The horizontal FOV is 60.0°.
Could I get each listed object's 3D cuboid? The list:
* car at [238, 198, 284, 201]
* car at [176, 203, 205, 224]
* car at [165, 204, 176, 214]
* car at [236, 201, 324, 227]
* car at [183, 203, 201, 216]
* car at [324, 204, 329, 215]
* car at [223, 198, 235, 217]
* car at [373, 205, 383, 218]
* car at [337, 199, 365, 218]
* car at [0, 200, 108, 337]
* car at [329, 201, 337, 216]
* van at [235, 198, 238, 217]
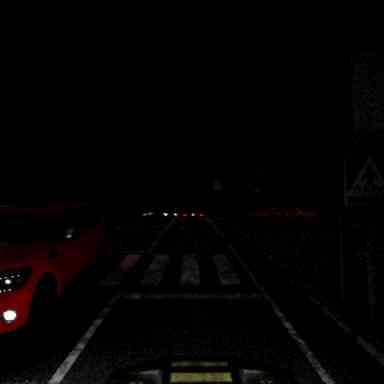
[{"bbox_3d":[6.277,1.551,26.343,4.553,1.767,2.185,0,-1,0],"label":"car"},{"bbox_3d":[0.055,1.751,26.364,2.033,1.411,5.357,0,-1,0],"label":"car"},{"bbox_3d":[-3.420,2.821,55.754,1.882,1.535,5.008,0,-3,0],"label":"car"},{"bbox_3d":[6.085,1.620,23.421,5.366,1.575,1.946,0,-1,0],"label":"car"},{"bbox_3d":[-0.007,2.212,42.891,2.128,1.511,4.902,0,-2,0],"label":"car"},{"bbox_3d":[18.352,1.775,39.511,5.566,2.045,2.435,0,-2,-1],"label":"car"},{"bbox_3d":[6.191,1.651,35.572,5.566,2.045,2.435,0,-2,-1],"label":"car"},{"bbox_3d":[18.683,1.718,28.332,5.366,1.575,1.946,0,-1,0],"label":"car"},{"bbox_3d":[18.422,1.609,34.052,5.566,2.045,2.435,0,-2,-1],"label":"car"},{"bbox_3d":[-3.357,1.228,6.999,2.150,2.045,5.566,0,0,0],"label":"car"},{"bbox_3d":[18.409,1.944,36.836,4.892,1.521,2.231,0,-2,-1],"label":"car"},{"bbox_3d":[6.337,1.518,29.382,4.442,1.987,1.878,0,-1,0],"label":"van"}]
